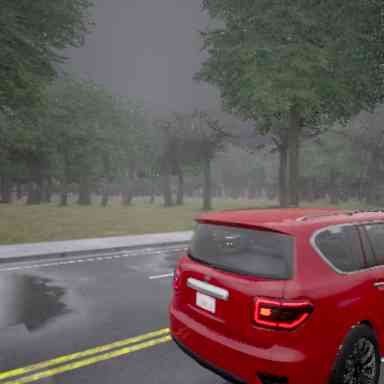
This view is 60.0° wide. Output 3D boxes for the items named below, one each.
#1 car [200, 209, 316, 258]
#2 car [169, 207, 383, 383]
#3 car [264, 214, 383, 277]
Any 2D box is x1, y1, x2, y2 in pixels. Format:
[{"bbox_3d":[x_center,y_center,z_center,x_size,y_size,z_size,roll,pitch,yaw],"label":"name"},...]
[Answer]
[{"bbox_3d":[2.842,1.559,13.696,4.892,1.490,1.837,0,0,-36],"label":"car"},{"bbox_3d":[2.299,1.249,5.102,5.566,2.045,2.150,0,0,-37],"label":"car"},{"bbox_3d":[4.669,1.580,11.008,4.674,1.442,1.812,0,0,-36],"label":"car"}]
